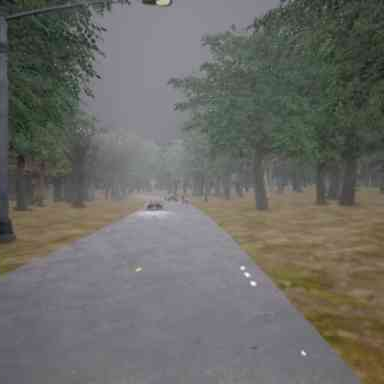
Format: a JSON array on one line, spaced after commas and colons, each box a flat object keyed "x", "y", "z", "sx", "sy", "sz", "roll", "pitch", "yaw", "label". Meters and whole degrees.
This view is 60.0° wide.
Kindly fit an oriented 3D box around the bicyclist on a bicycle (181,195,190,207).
[{"x": -0.637, "y": 1.255, "z": 42.444, "sx": 0.866, "sy": 1.612, "sz": 1.509, "roll": 0, "pitch": 0, "yaw": -4, "label": "bicyclist on a bicycle"}]

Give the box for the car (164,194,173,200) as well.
[{"x": -5.553, "y": 1.176, "z": 79.145, "sx": 1.812, "sy": 1.442, "sz": 4.674, "roll": 0, "pitch": 0, "yaw": -9, "label": "car"}]

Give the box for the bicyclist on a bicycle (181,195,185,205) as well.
[{"x": -1.381, "y": 1.229, "z": 51.531, "sx": 0.582, "sy": 1.620, "sz": 1.656, "roll": 0, "pitch": 0, "yaw": -5, "label": "bicyclist on a bicycle"}]

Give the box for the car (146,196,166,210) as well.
[{"x": -4.305, "y": 1.428, "z": 39.138, "sx": 1.895, "sy": 1.301, "sz": 4.718, "roll": 0, "pitch": 0, "yaw": -4, "label": "car"}]

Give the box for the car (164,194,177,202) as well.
[{"x": -4.173, "y": 1.198, "z": 69.304, "sx": 1.837, "sy": 1.490, "sz": 4.892, "roll": 0, "pitch": 0, "yaw": -7, "label": "car"}]
